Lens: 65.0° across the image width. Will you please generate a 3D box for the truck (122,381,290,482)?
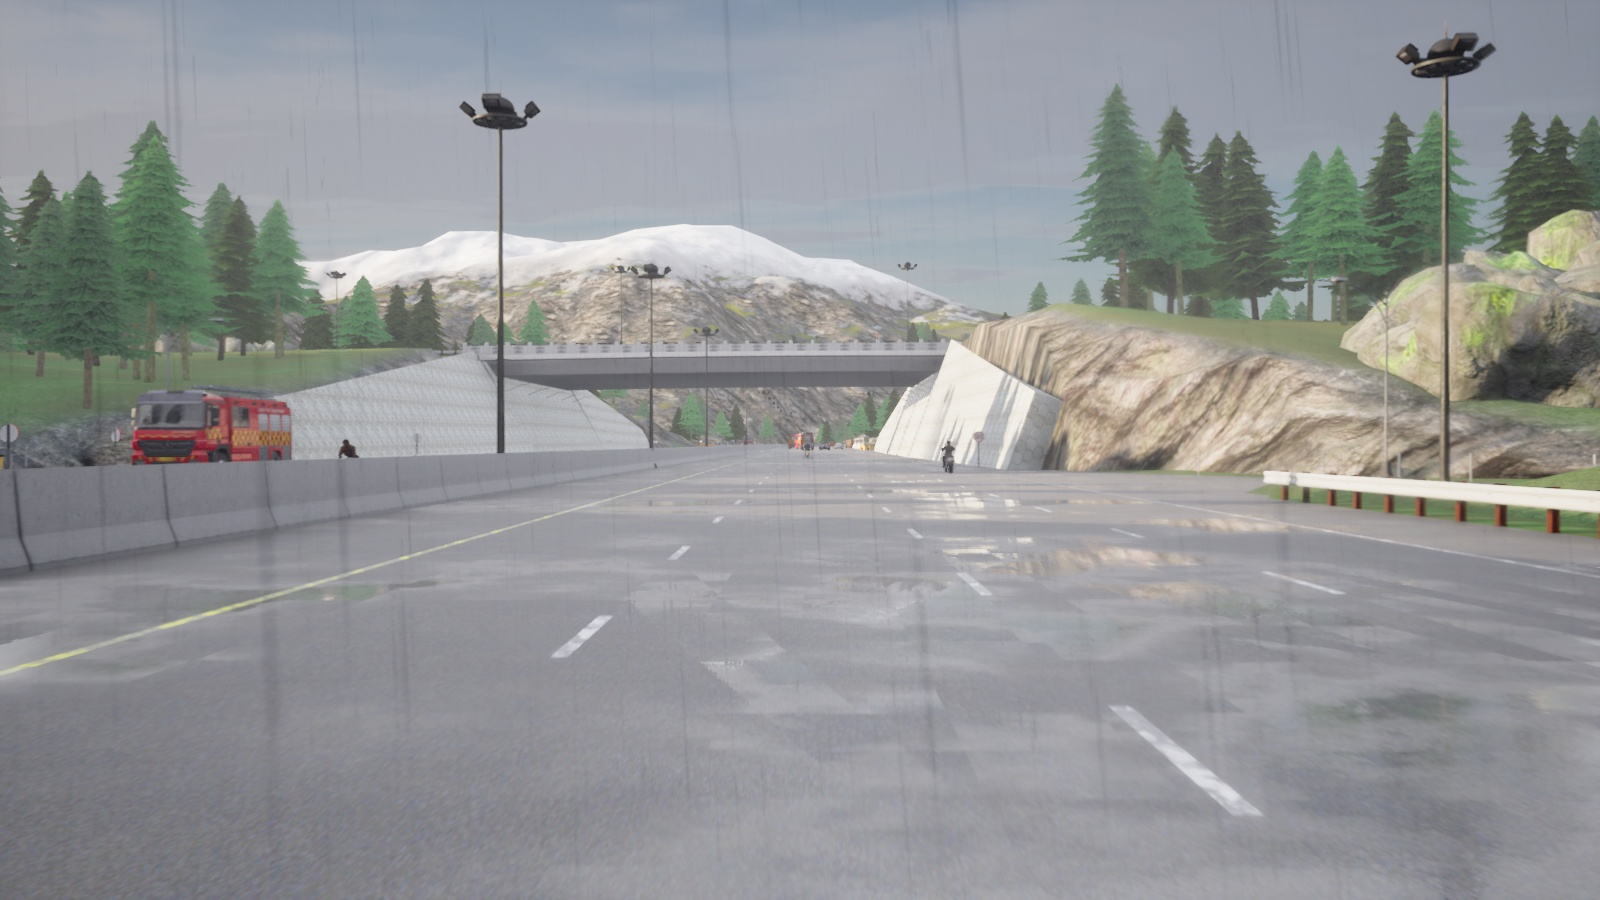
[{"bbox_3d":[-24.190,-0.729,51.726,2.891,3.827,8.468,0,0,0],"label":"truck"}]
